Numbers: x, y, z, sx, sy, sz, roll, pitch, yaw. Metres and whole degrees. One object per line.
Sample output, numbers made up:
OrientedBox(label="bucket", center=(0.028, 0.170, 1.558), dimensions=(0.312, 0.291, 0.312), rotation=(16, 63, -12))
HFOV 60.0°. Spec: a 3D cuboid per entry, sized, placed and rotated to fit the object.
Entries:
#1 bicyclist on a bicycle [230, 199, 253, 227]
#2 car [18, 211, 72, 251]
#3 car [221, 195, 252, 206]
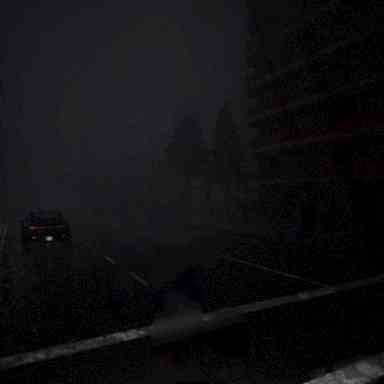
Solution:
OrientedBox(label="bicyclist on a bicycle", center=(2.970, 1.237, 19.902), dimensions=(1.656, 1.620, 0.582), rotation=(-1, 0, -28))
OrientedBox(label="car", center=(-6.713, 1.623, 15.149), dimensions=(2.128, 1.511, 4.902), rotation=(-1, 0, -28))
OrientedBox(label="car", center=(6.238, 1.160, 46.375), dimensions=(4.553, 1.767, 2.097), rotation=(-1, 0, -28))
